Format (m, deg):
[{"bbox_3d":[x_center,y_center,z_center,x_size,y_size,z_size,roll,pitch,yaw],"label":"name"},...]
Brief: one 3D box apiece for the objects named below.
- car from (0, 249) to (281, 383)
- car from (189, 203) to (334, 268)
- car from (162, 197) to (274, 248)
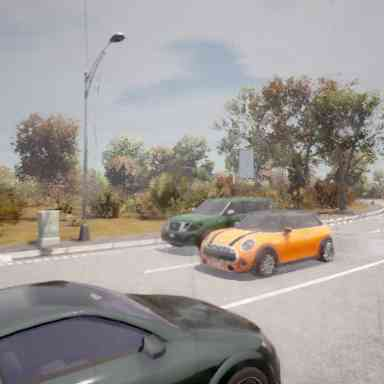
[{"bbox_3d":[-1.126,1.571,3.015,4.181,1.385,1.994,0,0,-36],"label":"car"},{"bbox_3d":[2.429,1.374,10.359,4.553,1.767,2.097,0,0,-38],"label":"car"},{"bbox_3d":[1.423,1.250,13.968,5.566,2.045,2.150,0,0,-39],"label":"car"}]
